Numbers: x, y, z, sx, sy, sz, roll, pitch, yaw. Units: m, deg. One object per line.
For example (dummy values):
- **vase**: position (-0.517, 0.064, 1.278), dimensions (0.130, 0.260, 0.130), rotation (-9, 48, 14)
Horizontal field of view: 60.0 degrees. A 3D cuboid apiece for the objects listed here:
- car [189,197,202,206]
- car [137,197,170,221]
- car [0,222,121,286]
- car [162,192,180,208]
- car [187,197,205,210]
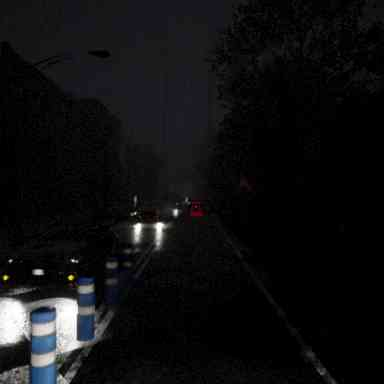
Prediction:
- **car**: position (0.533, 1.403, 51.171), dimensions (1.895, 1.301, 4.718), rotation (0, 0, 1)
- **car**: position (-3.133, 1.399, 26.412), dimensions (1.882, 1.535, 5.008), rotation (0, 0, 1)
- **car**: position (-3.315, 1.547, 9.198), dimensions (1.994, 1.385, 4.181), rotation (0, 0, 1)
- **car**: position (-2.797, 1.047, 44.595), dimensions (2.150, 2.045, 5.566), rotation (0, 0, 1)
- **car**: position (0.492, 1.371, 39.685), dimensions (1.837, 1.490, 4.892), rotation (0, 0, 1)
